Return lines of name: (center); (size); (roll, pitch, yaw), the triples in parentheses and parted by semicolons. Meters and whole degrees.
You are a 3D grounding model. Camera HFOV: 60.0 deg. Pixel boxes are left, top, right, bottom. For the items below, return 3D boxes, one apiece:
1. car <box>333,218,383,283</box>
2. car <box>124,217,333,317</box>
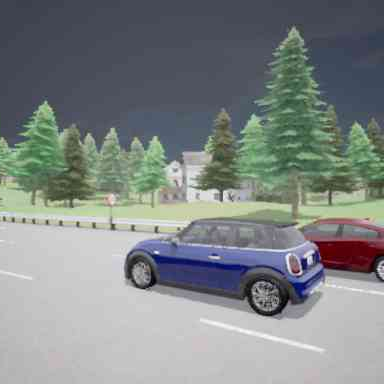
car: (4.097, 1.476, 9.542); (5.008, 1.535, 1.882); (0, 0, 35)
car: (0.557, 1.366, 7.710); (4.553, 1.767, 2.097); (0, 0, 34)
